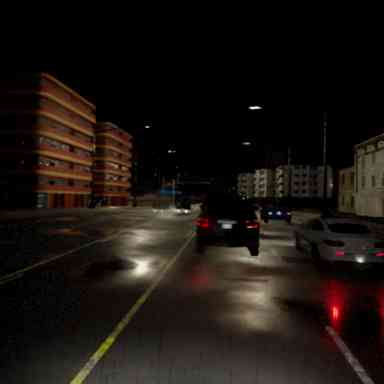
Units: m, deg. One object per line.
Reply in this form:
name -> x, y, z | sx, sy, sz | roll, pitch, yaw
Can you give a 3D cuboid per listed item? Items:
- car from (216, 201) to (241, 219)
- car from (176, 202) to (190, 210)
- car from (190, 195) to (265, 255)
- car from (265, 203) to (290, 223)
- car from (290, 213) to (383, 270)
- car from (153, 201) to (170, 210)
car -> 3.306, 1.581, 29.987 | 1.994, 1.385, 4.181 | 1, -1, 7
car -> -1.322, 2.198, 52.997 | 1.994, 1.385, 4.181 | 1, -2, 7
car -> 1.426, 1.137, 13.156 | 2.150, 2.045, 5.566 | 1, 1, 7
car -> 6.268, 1.553, 25.247 | 2.033, 1.411, 5.357 | 1, -1, 7
car -> 4.687, 1.511, 11.001 | 1.812, 1.442, 4.674 | 1, 1, 7
car -> -4.846, 2.106, 52.963 | 2.033, 1.411, 5.357 | 1, -2, 7
